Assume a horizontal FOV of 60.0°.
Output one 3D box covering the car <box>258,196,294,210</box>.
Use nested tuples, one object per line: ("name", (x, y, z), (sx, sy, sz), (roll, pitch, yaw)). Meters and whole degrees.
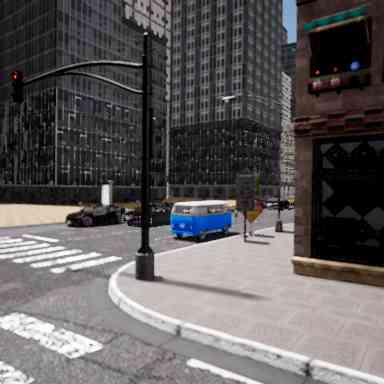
("car", (10.404, 1.397, 40.884), (2.128, 1.511, 4.902), (1, 1, 36))

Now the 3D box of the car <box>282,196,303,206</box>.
("car", (16.145, 1.374, 53.457), (1.752, 1.417, 4.829), (1, 1, 35))

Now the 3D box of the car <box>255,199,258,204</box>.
("car", (9.826, 1.304, 44.580), (1.967, 1.590, 4.097), (1, 1, 35))

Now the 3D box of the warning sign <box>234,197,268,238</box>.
("warning sign", (2.893, 1.181, 16.288), (1.300, 1.860, 1.060), (1, 1, 35))

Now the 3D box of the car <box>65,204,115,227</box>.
("car", (-6.218, 1.478, 22.046), (1.947, 1.339, 4.313), (1, 1, 35))

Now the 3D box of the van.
("van", (0.612, 1.374, 17.183), (1.690, 1.788, 3.998), (1, 1, 35))

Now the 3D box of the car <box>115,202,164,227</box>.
("car", (-2.567, 1.448, 22.707), (1.837, 1.490, 4.892), (1, 1, 35))
